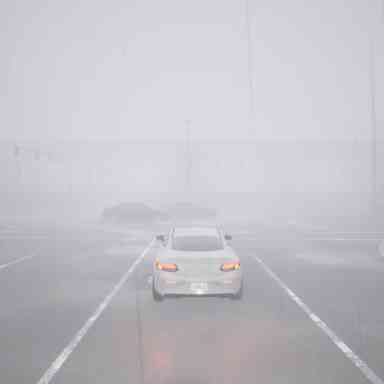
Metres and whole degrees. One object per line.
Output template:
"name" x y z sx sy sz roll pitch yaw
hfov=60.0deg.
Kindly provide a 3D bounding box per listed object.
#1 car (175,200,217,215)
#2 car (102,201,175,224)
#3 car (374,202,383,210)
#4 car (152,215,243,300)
"car" -0.341 1.491 27.822 4.892 1.490 1.837 0 0 2
"car" -4.024 1.466 24.420 5.008 1.535 1.882 0 0 2
"car" 23.300 1.397 37.886 4.674 1.442 1.812 -1 0 2
"car" 0.073 1.527 8.251 1.812 1.442 4.674 0 0 -1
